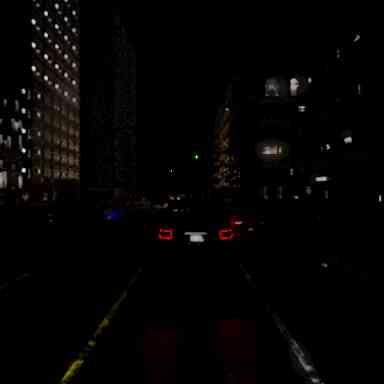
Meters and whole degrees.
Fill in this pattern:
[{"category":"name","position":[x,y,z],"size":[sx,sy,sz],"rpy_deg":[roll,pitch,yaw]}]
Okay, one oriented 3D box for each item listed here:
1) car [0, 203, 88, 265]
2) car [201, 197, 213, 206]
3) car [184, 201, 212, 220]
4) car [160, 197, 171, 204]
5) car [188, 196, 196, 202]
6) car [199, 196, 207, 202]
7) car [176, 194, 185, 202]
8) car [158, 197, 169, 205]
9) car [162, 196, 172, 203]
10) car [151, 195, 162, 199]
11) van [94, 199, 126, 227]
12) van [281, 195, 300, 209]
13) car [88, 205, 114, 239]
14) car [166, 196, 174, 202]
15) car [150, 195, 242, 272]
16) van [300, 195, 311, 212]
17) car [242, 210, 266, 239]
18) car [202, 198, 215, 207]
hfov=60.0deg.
[{"category":"car","position":[-5.698,1.340,11.919],"size":[2.192,1.841,5.009],"rpy_deg":[0,0,0]},{"category":"car","position":[2.673,1.706,60.882],"size":[1.887,1.381,4.507],"rpy_deg":[0,0,0]},{"category":"car","position":[0.627,1.594,29.910],"size":[1.812,1.442,4.674],"rpy_deg":[0,0,9]},{"category":"car","position":[-5.709,1.764,71.937],"size":[1.947,1.339,4.313],"rpy_deg":[0,0,0]},{"category":"car","position":[-0.016,1.717,85.239],"size":[1.882,1.535,5.008],"rpy_deg":[0,0,0]},{"category":"car","position":[2.669,1.804,82.993],"size":[1.947,1.339,4.313],"rpy_deg":[0,0,0]},{"category":"car","position":[-3.016,1.469,86.153],"size":[2.150,2.045,5.566],"rpy_deg":[0,0,0]},{"category":"car","position":[-5.708,1.724,66.409],"size":[1.887,1.381,4.507],"rpy_deg":[0,0,0]},{"category":"car","position":[-5.711,1.658,77.465],"size":[1.967,1.590,4.097],"rpy_deg":[0,0,0]},{"category":"car","position":[-5.707,1.459,55.355],"size":[2.192,1.841,5.009],"rpy_deg":[0,0,0]},{"category":"van","position":[-5.700,1.393,22.965],"size":[1.690,1.788,3.998],"rpy_deg":[0,0,0]},{"category":"van","position":[13.700,1.215,42.914],"size":[3.998,1.788,1.690],"rpy_deg":[-1,1,0]},{"category":"car","position":[-5.698,1.604,17.441],"size":[1.947,1.339,4.313],"rpy_deg":[0,0,0]},{"category":"car","position":[-5.712,1.784,88.349],"size":[1.752,1.417,4.829],"rpy_deg":[0,0,0]},{"category":"car","position":[0.092,1.246,11.013],"size":[2.150,2.045,5.566],"rpy_deg":[0,0,0]},{"category":"van","position":[13.723,1.233,34.534],"size":[3.998,1.788,1.690],"rpy_deg":[-1,1,0]},{"category":"car","position":[2.682,1.582,17.442],"size":[1.887,1.381,4.507],"rpy_deg":[0,0,0]},{"category":"car","position":[2.674,1.689,55.355],"size":[1.887,1.381,4.507],"rpy_deg":[0,0,0]}]
